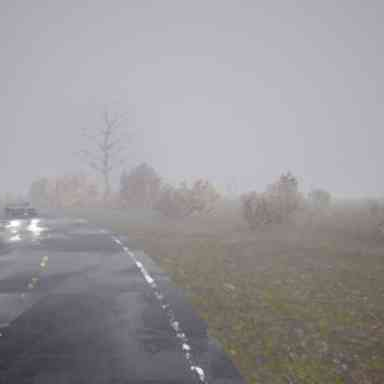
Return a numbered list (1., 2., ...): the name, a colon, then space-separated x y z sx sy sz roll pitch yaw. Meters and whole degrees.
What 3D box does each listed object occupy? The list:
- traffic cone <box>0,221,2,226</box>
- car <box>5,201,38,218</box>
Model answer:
1. traffic cone: -12.056 1.830 20.774 0.340 0.580 0.340 0 0 -30
2. car: -14.377 1.431 27.943 1.895 1.301 4.718 0 0 -37
